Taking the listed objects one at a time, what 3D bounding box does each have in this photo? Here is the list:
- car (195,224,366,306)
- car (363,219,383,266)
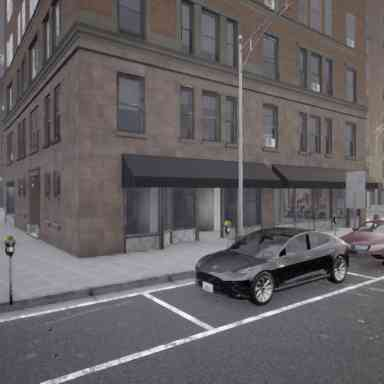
[{"bbox_3d":[2.088,1.566,8.056,4.313,1.339,1.947,0,0,-36],"label":"car"},{"bbox_3d":[6.550,1.582,11.274,4.206,1.307,1.802,0,0,-36],"label":"car"}]
